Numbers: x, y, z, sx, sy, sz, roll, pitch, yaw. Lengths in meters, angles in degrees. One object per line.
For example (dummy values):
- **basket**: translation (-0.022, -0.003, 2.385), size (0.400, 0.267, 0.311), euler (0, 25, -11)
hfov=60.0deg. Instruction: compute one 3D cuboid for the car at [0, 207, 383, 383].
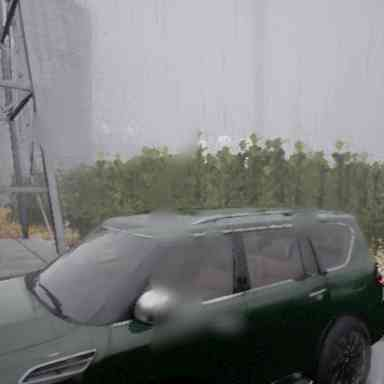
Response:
- **car**: translation (-0.174, 1.225, 3.576), size (5.566, 2.045, 2.150), euler (0, 0, -33)
